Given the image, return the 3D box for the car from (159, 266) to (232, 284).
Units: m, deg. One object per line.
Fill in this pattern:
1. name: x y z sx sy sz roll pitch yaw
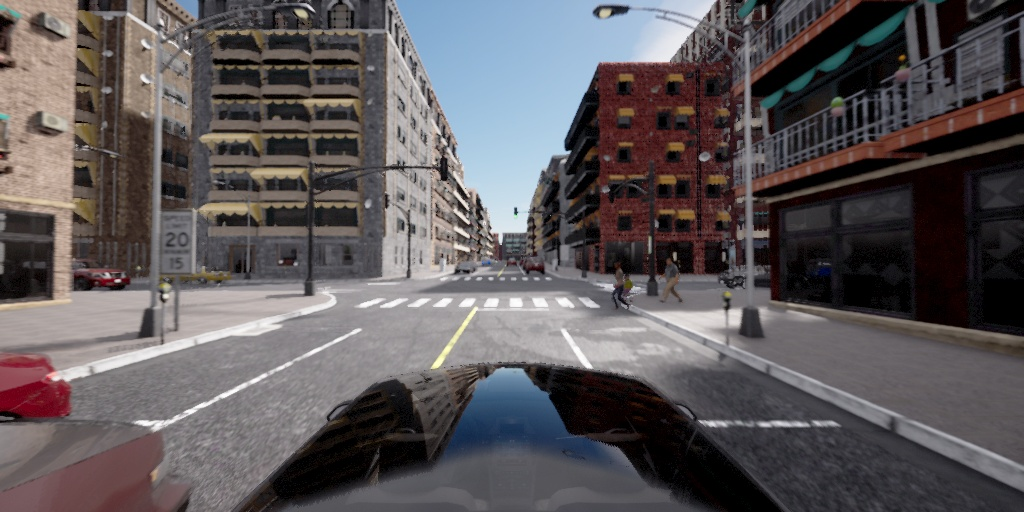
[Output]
1. car: -24.445 1.424 27.684 4.829 1.417 1.751 0 0 0

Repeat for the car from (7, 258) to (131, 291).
1. car: -24.291 1.052 19.805 5.009 1.841 2.192 0 0 0

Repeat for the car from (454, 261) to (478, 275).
1. car: -5.318 1.311 39.964 1.948 1.339 4.313 0 0 0

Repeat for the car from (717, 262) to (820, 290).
1. car: 13.744 1.180 19.718 4.403 1.370 2.007 0 0 0

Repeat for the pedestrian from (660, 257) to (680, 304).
1. pedestrian: 6.012 0.889 13.636 0.375 1.860 0.375 1 -1 0

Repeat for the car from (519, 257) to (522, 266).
1. car: 2.561 1.064 51.133 2.192 1.841 5.009 0 0 0

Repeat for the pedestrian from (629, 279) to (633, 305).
1. pedestrian: 4.634 1.268 14.228 0.500 1.100 0.500 1 -1 0

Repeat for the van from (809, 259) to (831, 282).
1. van: 24.900 1.106 27.571 3.998 1.789 1.690 0 0 0

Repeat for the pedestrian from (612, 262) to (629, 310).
1. pedestrian: 3.900 1.043 13.033 0.375 1.860 0.375 1 -1 0

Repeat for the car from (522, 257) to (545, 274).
1. car: 2.563 1.060 40.010 2.192 1.841 5.009 0 0 0
